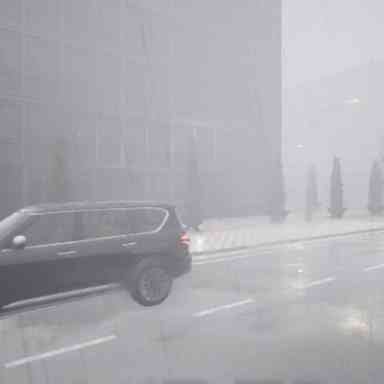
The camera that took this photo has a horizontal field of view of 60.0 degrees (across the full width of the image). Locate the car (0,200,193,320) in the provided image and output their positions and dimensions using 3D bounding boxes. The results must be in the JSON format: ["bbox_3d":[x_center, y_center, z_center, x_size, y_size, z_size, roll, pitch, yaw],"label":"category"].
[{"bbox_3d":[-2.591,1.218,6.438,5.566,2.045,2.150,-1,0,-35],"label":"car"}]
